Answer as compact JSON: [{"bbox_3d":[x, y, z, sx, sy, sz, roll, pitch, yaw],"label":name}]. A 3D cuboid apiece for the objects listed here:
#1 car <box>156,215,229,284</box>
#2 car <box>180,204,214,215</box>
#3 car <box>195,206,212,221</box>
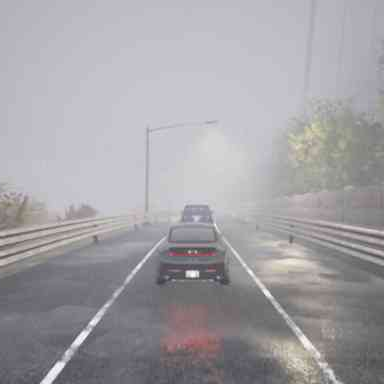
[{"bbox_3d":[0.028,1.674,10.041,1.837,1.490,4.892,0,-1,0],"label":"car"},{"bbox_3d":[0.365,1.891,23.164,2.150,2.045,5.566,0,-2,2],"label":"car"},{"bbox_3d":[1.735,3.113,48.118,2.150,2.045,5.566,0,-4,4],"label":"car"}]
